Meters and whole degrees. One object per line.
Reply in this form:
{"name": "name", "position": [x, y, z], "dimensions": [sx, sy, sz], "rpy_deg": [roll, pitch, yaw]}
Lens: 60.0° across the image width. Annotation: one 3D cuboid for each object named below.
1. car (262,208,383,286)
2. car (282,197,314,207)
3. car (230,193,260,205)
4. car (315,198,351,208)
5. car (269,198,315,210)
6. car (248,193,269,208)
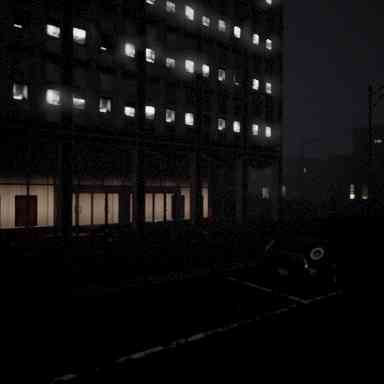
{"name": "car", "position": [3.850, 1.439, 9.312], "dimensions": [4.097, 1.590, 1.967], "rpy_deg": [0, 0, -36]}
{"name": "car", "position": [15.456, 1.469, 48.509], "dimensions": [1.802, 1.307, 4.206], "rpy_deg": [1, 0, -35]}
{"name": "car", "position": [9.156, 1.157, 57.615], "dimensions": [2.192, 1.841, 5.009], "rpy_deg": [1, 0, -35]}
{"name": "car", "position": [18.511, 1.436, 44.095], "dimensions": [1.752, 1.417, 4.829], "rpy_deg": [1, 0, -35]}
{"name": "car", "position": [11.716, 1.418, 39.188], "dimensions": [2.008, 1.369, 4.403], "rpy_deg": [1, 0, -35]}
{"name": "car", "position": [8.567, 1.159, 43.741], "dimensions": [2.192, 1.841, 5.009], "rpy_deg": [1, 0, -35]}
